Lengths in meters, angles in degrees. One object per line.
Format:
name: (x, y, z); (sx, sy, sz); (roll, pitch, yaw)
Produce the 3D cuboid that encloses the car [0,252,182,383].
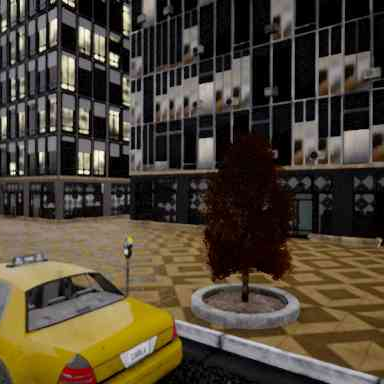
car: (-2.394, 1.521, 4.580); (4.829, 1.417, 1.752); (0, 0, 36)
